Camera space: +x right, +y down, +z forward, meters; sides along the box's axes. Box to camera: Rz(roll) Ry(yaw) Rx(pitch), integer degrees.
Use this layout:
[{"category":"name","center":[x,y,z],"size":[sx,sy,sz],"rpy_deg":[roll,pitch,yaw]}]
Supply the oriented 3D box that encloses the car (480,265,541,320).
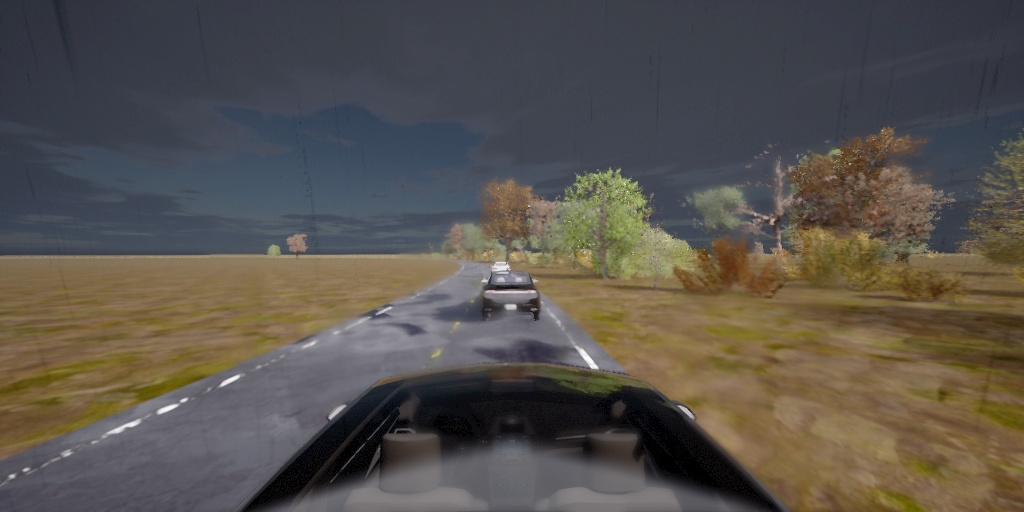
[{"category":"car","center":[-0.073,1.241,12.566],"size":[2.128,1.511,4.902],"rpy_deg":[0,0,-1]}]

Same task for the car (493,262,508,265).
[{"category":"car","center":[-1.089,1.278,34.514],"size":[1.812,1.442,4.674],"rpy_deg":[0,0,-4]}]
